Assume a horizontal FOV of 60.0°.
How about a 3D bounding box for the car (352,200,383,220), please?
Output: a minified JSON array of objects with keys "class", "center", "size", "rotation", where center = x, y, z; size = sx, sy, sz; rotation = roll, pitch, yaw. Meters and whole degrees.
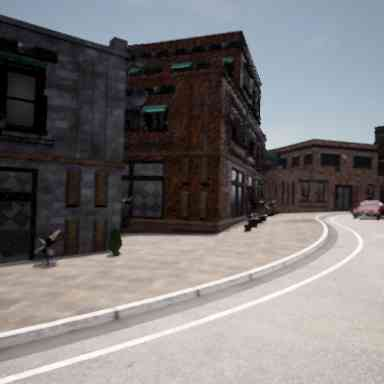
[{"class":"car","center":[14.318,1.401,26.690],"size":[1.812,1.442,4.674],"rotation":[0,0,40]}]
